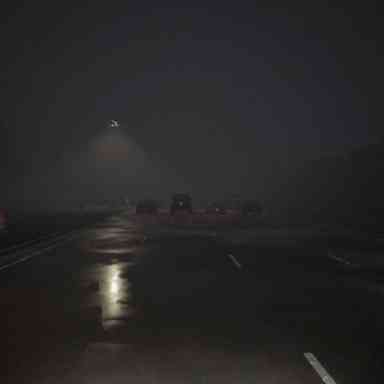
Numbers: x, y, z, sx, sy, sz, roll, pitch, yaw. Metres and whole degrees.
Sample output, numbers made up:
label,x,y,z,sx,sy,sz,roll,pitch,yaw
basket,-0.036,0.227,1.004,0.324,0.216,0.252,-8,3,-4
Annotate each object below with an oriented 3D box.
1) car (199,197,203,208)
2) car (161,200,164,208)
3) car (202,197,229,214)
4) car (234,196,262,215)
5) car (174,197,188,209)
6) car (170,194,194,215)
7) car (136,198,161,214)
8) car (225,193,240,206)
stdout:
label,x,y,z,sx,sy,sz,roll,pitch,yaw
car,1.991,1.472,46.530,2.128,1.511,4.902,0,0,-1
car,-4.992,1.528,45.691,2.033,1.411,5.357,0,0,-1
car,2.408,1.511,35.021,1.812,1.442,4.674,0,0,-2
car,5.920,1.463,34.459,1.882,1.535,5.008,0,0,-1
car,-1.522,1.458,46.990,1.882,1.535,5.008,0,0,-1
car,-1.045,1.206,33.798,2.150,2.045,5.566,0,0,-1
car,-4.586,1.463,34.460,1.882,1.535,5.008,0,0,-2
car,5.507,1.202,45.764,2.150,2.045,5.566,0,0,-1
